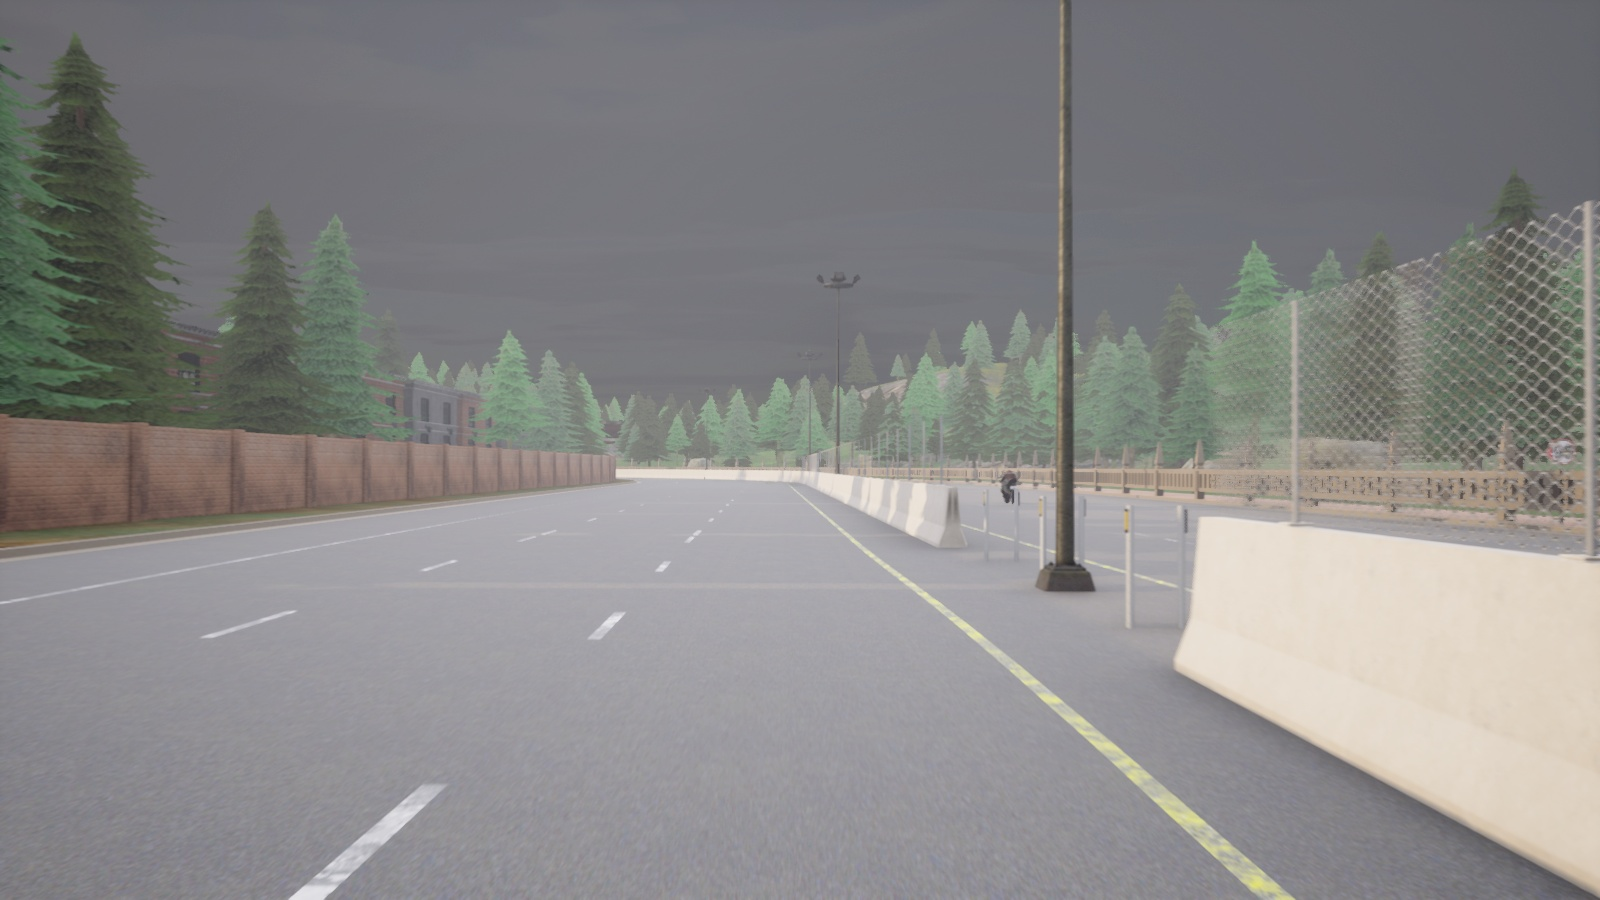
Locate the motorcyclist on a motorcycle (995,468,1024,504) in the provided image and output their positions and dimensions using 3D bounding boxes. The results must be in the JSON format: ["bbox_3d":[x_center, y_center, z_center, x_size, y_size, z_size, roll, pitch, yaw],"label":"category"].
[{"bbox_3d":[9.196,1.575,55.145,0.866,1.530,2.191,0,-1,-1],"label":"motorcyclist on a motorcycle"}]
